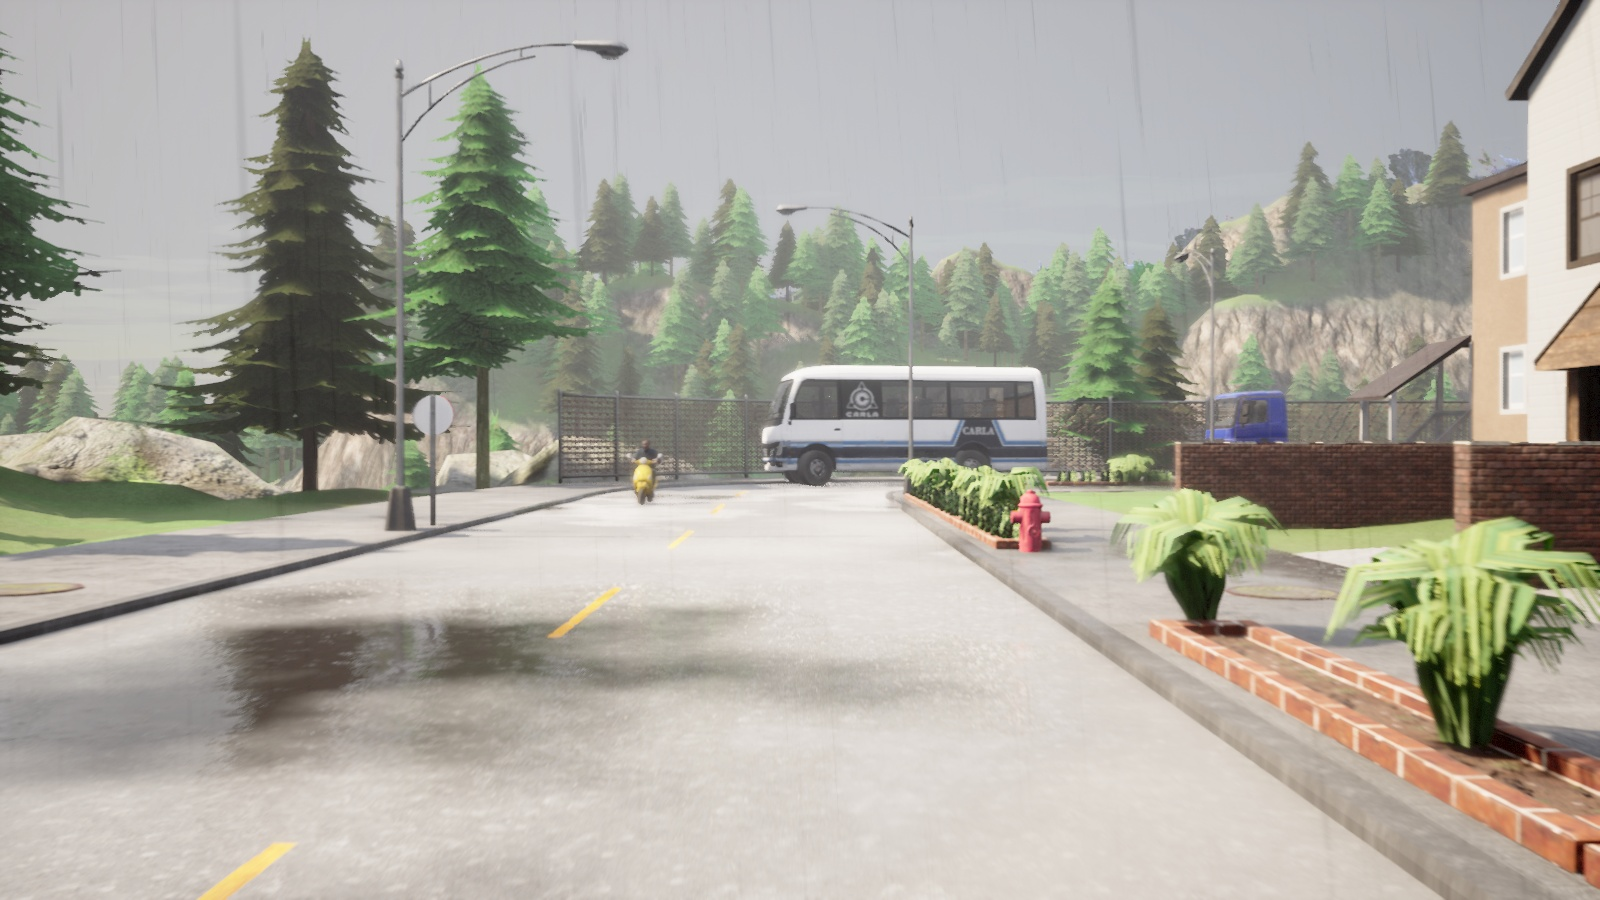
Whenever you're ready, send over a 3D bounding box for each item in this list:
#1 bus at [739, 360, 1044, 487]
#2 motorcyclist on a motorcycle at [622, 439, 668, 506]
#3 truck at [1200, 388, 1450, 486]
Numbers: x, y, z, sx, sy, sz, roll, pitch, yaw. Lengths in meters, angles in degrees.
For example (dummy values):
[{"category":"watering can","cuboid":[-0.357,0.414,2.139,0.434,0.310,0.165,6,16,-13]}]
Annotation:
[{"category":"bus","cuboid":[3.177,-0.881,45.176,10.273,4.253,3.944,0,0,-12]},{"category":"motorcyclist on a motorcycle","cuboid":[-3.773,0.524,30.665,0.866,1.590,1.817,0,0,1]},{"category":"truck","cuboid":[19.102,-0.480,46.059,7.936,3.462,2.891,0,0,0]}]
